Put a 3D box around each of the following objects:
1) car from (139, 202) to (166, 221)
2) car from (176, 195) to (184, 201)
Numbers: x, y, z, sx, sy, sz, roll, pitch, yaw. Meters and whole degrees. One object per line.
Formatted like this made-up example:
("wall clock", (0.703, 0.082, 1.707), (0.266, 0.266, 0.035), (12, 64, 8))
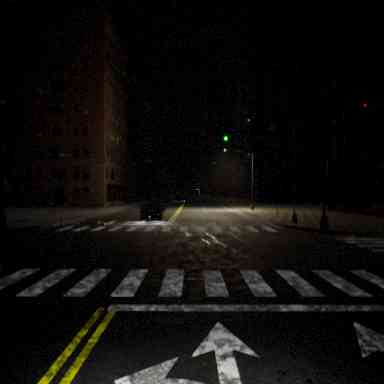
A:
("car", (-3.242, 1.602, 27.749), (1.837, 1.490, 4.892), (0, 1, 0))
("car", (-3.228, 1.483, 88.442), (2.097, 1.767, 4.553), (0, 0, 0))
